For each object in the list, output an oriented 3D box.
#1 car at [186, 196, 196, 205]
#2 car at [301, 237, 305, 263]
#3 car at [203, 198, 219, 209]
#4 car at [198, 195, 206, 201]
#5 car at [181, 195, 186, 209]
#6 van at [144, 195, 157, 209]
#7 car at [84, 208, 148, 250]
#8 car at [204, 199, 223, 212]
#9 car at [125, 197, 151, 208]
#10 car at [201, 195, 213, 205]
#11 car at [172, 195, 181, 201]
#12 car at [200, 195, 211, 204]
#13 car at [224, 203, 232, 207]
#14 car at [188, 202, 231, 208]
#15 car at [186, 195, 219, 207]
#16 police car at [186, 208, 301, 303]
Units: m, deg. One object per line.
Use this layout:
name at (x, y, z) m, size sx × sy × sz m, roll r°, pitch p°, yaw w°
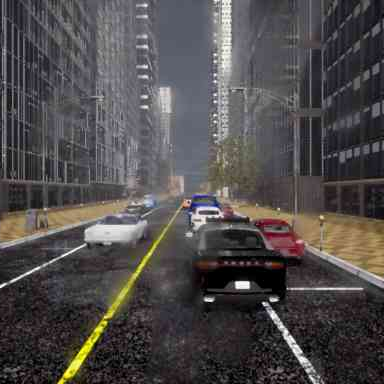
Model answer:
car at (-0.165, 1.493, 59.057) m, size 1.812 × 1.442 × 4.674 m, roll 0°, pitch 0°, yaw 0°
car at (2.658, 1.582, 11.668) m, size 1.802 × 1.307 × 4.206 m, roll 0°, pitch 0°, yaw 0°
car at (2.563, 1.538, 45.823) m, size 2.008 × 1.369 × 4.403 m, roll 0°, pitch 0°, yaw 0°
car at (2.452, 1.463, 85.670) m, size 1.887 × 1.381 × 4.507 m, roll 0°, pitch 0°, yaw 0°
car at (-0.112, 1.339, 45.921) m, size 2.097 × 1.767 × 4.553 m, roll 0°, pitch 0°, yaw 0°
van at (-5.818, 1.329, 45.803) m, size 1.690 × 1.788 × 3.998 m, roll 0°, pitch 0°, yaw 0°
car at (-3.139, 1.600, 14.526) m, size 1.895 × 1.301 × 4.718 m, roll 0°, pitch 0°, yaw 0°
car at (2.579, 1.544, 40.130) m, size 2.008 × 1.369 × 4.403 m, roll 0°, pitch 0°, yaw 0°
car at (-5.786, 1.548, 34.418) m, size 2.008 × 1.369 × 4.403 m, roll 0°, pitch 0°, yaw 0°
car at (2.531, 1.410, 57.208) m, size 1.967 × 1.590 × 4.097 m, roll 0°, pitch 0°, yaw 0°
car at (-3.235, 1.470, 83.626) m, size 2.033 × 1.411 × 5.357 m, roll 0°, pitch 0°, yaw 0°
car at (2.515, 1.401, 62.900) m, size 1.967 × 1.590 × 4.097 m, roll 0°, pitch 0°, yaw 0°
car at (2.610, 1.581, 28.745) m, size 1.802 × 1.307 × 4.206 m, roll 0°, pitch 0°, yaw 0°
car at (0.850, 1.526, 18.298) m, size 1.812 × 1.442 × 4.674 m, roll 0°, pitch 0°, yaw 0°
car at (0.833, 1.224, 24.327) m, size 2.150 × 2.045 × 5.566 m, roll 0°, pitch 0°, yaw 0°
police car at (0.877, 1.425, 8.408) m, size 1.930 × 1.638 × 5.238 m, roll 0°, pitch 0°, yaw 0°
